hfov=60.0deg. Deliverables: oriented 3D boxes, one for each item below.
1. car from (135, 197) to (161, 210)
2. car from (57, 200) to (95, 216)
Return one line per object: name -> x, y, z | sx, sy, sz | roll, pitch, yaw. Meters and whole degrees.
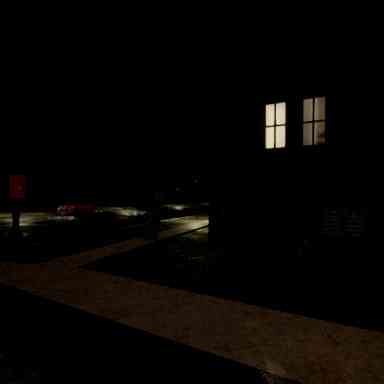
car -> -6.966, 1.821, 53.101 | 2.150, 2.045, 5.566 | 1, -1, 21
car -> -12.791, 1.706, 36.992 | 2.097, 1.767, 4.553 | 1, -1, 19
